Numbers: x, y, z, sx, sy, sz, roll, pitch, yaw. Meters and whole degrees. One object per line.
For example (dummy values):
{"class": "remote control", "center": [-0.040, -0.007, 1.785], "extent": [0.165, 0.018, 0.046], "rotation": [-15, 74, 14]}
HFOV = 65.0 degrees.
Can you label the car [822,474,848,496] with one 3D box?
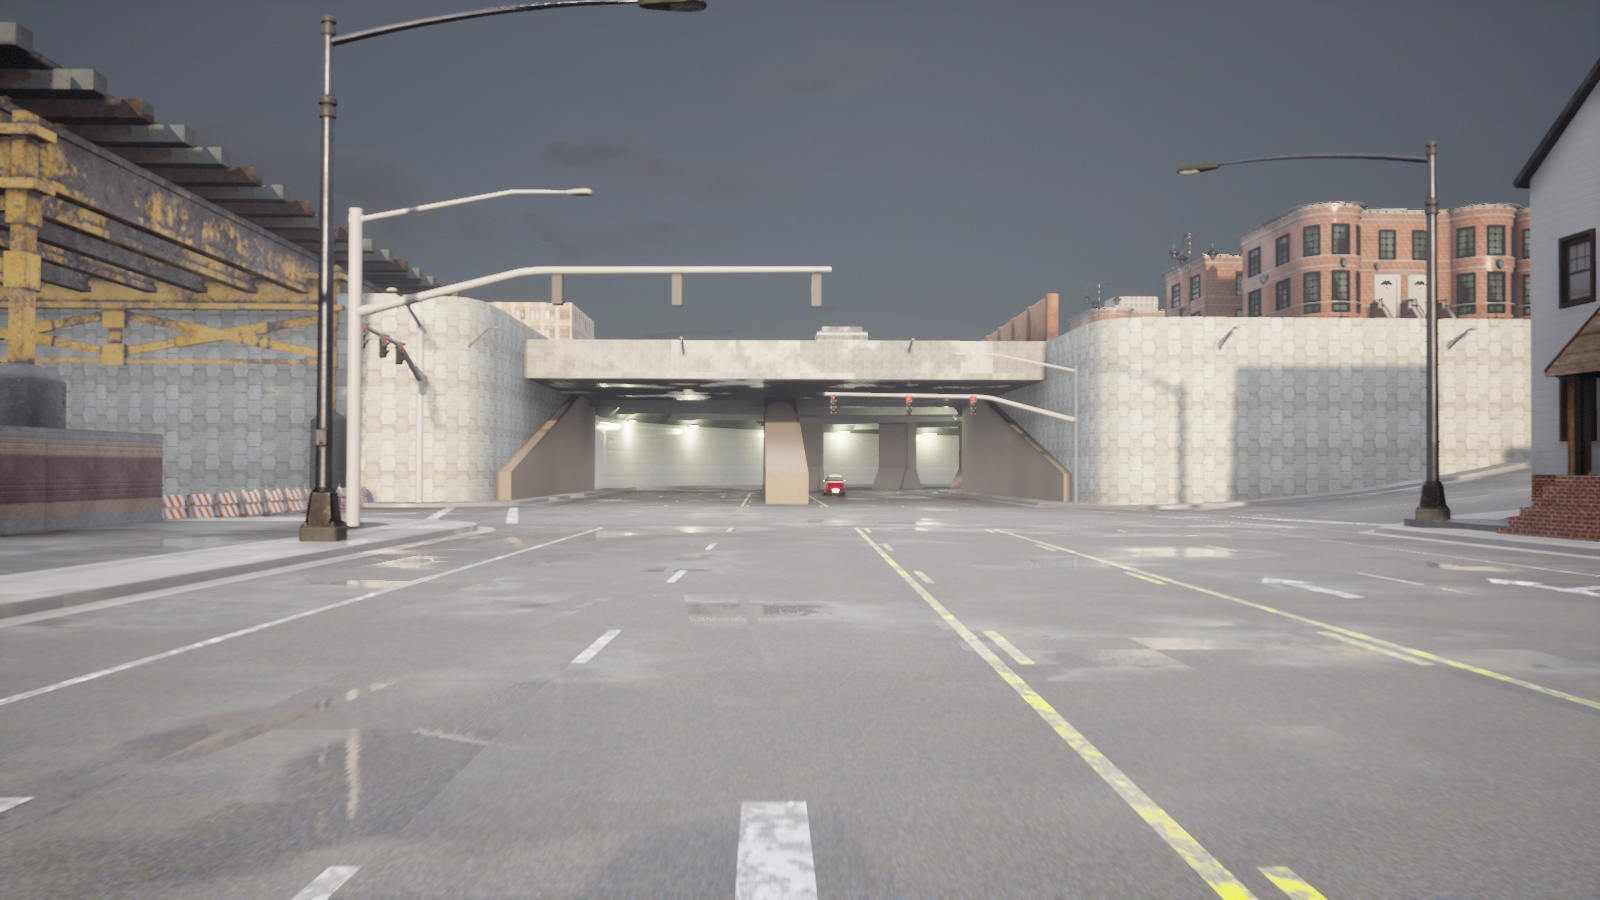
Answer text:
{"class": "car", "center": [2.192, 2.186, 79.175], "extent": [1.481, 1.376, 2.207], "rotation": [0, -1, -2]}
